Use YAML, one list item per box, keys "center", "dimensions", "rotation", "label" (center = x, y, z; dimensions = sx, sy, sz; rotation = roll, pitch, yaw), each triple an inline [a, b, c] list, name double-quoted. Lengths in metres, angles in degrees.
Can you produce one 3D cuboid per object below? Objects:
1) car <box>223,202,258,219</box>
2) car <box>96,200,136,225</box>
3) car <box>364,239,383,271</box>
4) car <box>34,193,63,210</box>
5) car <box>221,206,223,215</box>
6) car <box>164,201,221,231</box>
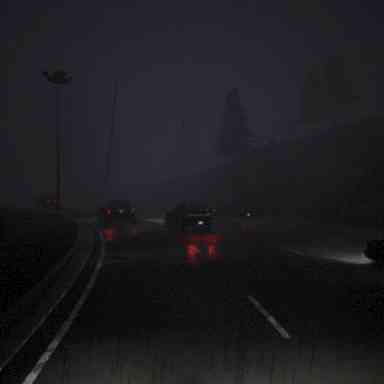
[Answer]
- center: [3.659, 1.541, 29.050]
  dimensions: [1.895, 1.301, 4.718]
  rotation: [0, 0, -25]
  label: "car"
- center: [-5.549, 1.321, 23.944]
  dimensions: [2.097, 1.767, 4.553]
  rotation: [0, 0, -24]
  label: "car"
- center: [6.428, 1.519, 7.669]
  dimensions: [2.033, 1.411, 5.357]
  rotation: [0, 0, -8]
  label: "car"
- center: [-18.484, 1.190, 42.693]
  dimensions: [2.150, 2.045, 5.566]
  rotation: [0, 0, -42]
  label: "car"
- center: [0.144, 1.497, 28.440]
  dimensions: [2.033, 1.411, 5.357]
  rotation: [0, 0, -26]
  label: "car"
- center: [-0.343, 1.456, 20.378]
  dimensions: [2.128, 1.511, 4.902]
  rotation: [0, 0, -19]
  label: "car"
